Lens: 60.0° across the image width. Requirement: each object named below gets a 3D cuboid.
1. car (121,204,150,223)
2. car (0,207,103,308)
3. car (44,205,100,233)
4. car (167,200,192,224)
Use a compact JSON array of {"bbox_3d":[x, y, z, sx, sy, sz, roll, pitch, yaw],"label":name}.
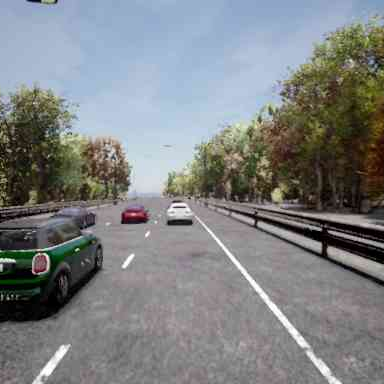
[{"bbox_3d":[-4.559,1.684,27.297,1.994,1.385,4.181,-1,0,-3],"label":"car"},{"bbox_3d":[-3.670,1.411,8.192,2.097,1.767,4.553,-1,0,-2],"label":"car"},{"bbox_3d":[-7.811,1.691,22.295,2.033,1.411,5.357,-1,0,-3],"label":"car"},{"bbox_3d":[-0.968,1.593,25.643,1.812,1.442,4.674,-1,0,-3],"label":"car"}]
